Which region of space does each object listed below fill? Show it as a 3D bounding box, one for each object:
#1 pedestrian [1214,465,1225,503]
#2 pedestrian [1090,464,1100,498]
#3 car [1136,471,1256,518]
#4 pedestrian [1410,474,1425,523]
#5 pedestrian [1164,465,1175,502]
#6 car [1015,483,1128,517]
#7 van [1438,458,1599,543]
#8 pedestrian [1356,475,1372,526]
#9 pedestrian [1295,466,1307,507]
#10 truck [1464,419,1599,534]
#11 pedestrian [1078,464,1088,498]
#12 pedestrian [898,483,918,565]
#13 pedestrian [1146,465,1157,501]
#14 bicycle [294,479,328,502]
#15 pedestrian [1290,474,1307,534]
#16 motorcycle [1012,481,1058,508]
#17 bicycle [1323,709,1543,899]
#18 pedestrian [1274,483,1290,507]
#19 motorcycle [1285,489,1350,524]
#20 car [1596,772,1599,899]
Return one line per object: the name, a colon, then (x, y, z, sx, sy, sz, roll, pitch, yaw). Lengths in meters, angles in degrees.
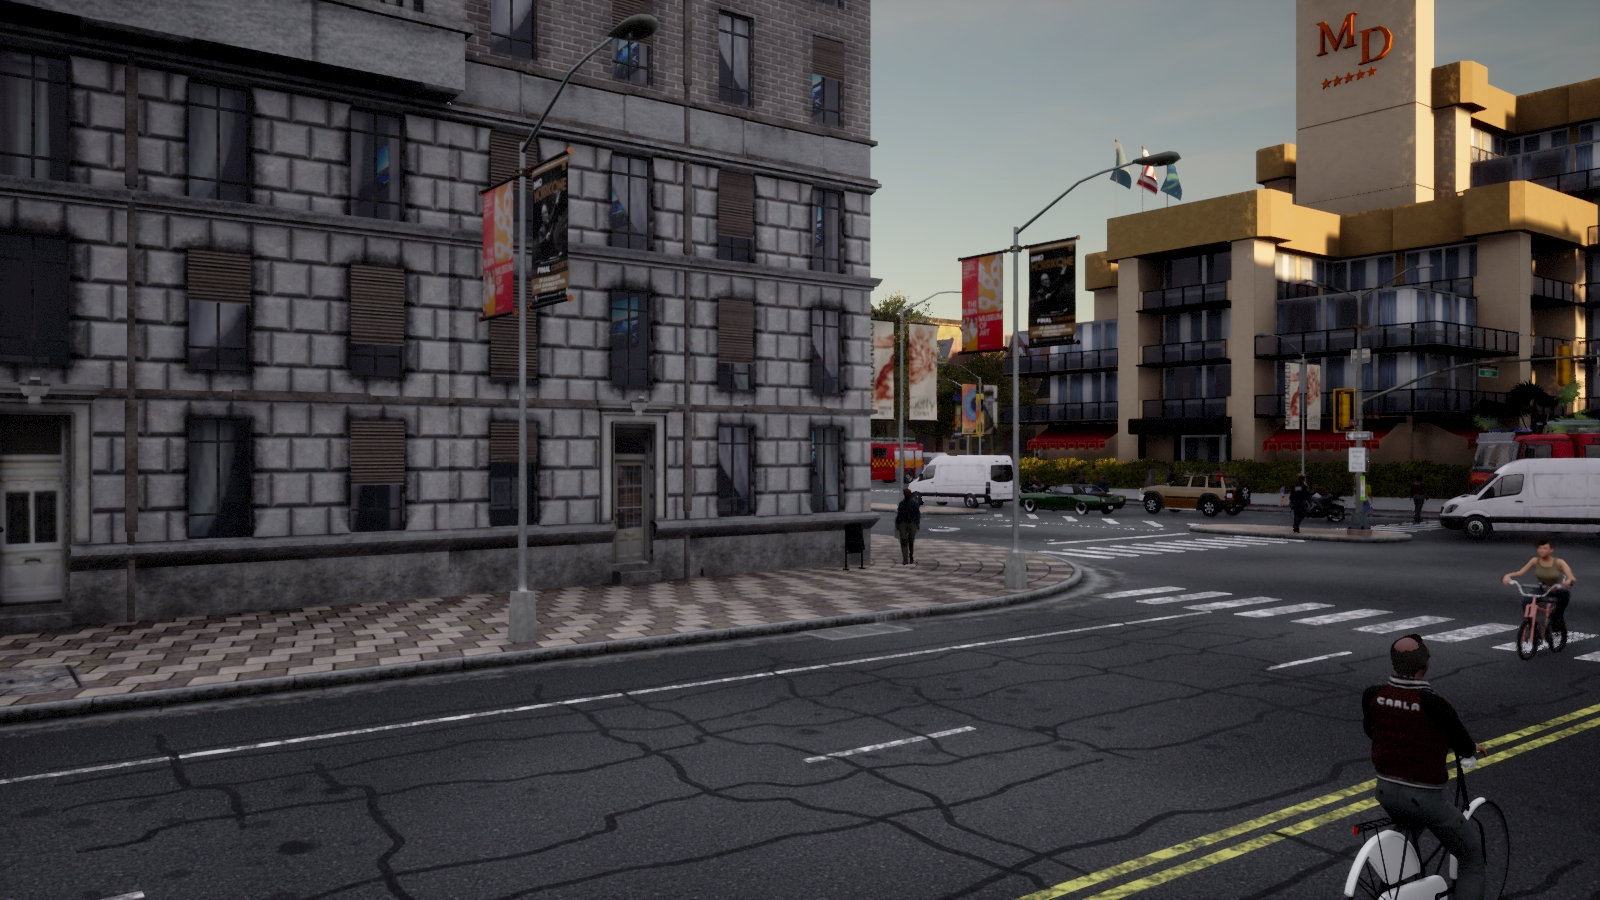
pedestrian: (20.750, 1.696, 56.532, 0.375, 1.860, 0.375, 0, 0, -36)
pedestrian: (16.094, 1.696, 62.385, 0.375, 1.860, 0.375, 0, 0, -38)
car: (17.034, 1.864, 49.374, 1.932, 1.855, 4.605, 0, 0, -37)
pedestrian: (23.573, 1.848, 43.604, 0.375, 1.860, 0.375, 0, 0, -29)
pedestrian: (18.786, 1.698, 58.052, 0.375, 1.860, 0.375, 0, 0, -37)
car: (11.885, 2.155, 50.351, 1.895, 1.301, 4.718, 0, 0, -37)
van: (23.576, 1.534, 36.095, 5.915, 2.561, 1.988, 0, 0, 28)
pedestrian: (20.825, 1.848, 42.182, 0.375, 1.860, 0.375, 0, 0, -37)
pedestrian: (23.163, 1.696, 52.822, 0.375, 1.860, 0.375, 0, 0, -33)
truck: (28.058, 0.890, 39.405, 8.468, 3.827, 2.891, 0, 0, 5)
pedestrian: (15.599, 1.696, 63.010, 0.375, 1.860, 0.375, 0, 0, -39)
pedestrian: (2.490, 1.696, 26.261, 0.375, 1.860, 0.375, 0, 0, 19)
pedestrian: (18.361, 1.696, 59.644, 0.375, 1.860, 0.375, 0, 0, -38)
bicycle: (-27.410, 2.262, 64.072, 1.835, 1.171, 0.329, 3, -1, 12)
pedestrian: (15.760, 1.704, 36.129, 0.375, 1.860, 0.375, 0, 0, 45)
motorcycle: (11.640, 2.205, 56.539, 0.867, 1.251, 2.209, 0, 0, -37)
bicycle: (3.626, 2.210, 6.476, 1.835, 1.171, 0.329, 0, 0, -35)
pedestrian: (22.261, 2.077, 52.783, 0.500, 1.100, 0.500, 0, 0, -36)
motorcycle: (20.381, 2.205, 45.032, 0.867, 1.251, 2.209, 0, 0, -40)
car: (4.999, 1.754, 3.274, 6.274, 2.098, 2.390, 0, 0, -34)
